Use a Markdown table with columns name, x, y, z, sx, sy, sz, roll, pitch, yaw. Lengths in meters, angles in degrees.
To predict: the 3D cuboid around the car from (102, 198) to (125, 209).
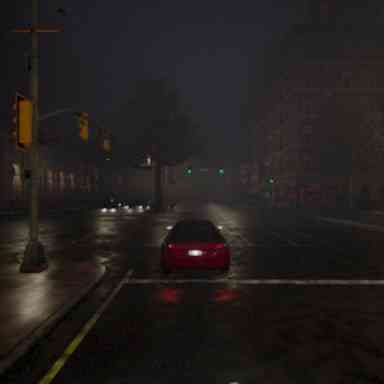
| name | x | y | z | sx | sy | sz | roll | pitch | yaw |
| --- | --- | --- | --- | --- | --- | --- | --- | --- | --- |
| car | -11.575 | 1.742 | 48.610 | 1.994 | 1.385 | 4.181 | 0 | 0 | 0 |

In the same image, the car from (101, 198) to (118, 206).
| name | x | y | z | sx | sy | sz | roll | pitch | yaw |
| --- | --- | --- | --- | --- | --- | --- | --- | --- | --- |
| car | -14.741 | 1.813 | 59.568 | 1.895 | 1.301 | 4.718 | 0 | 0 | 0 |

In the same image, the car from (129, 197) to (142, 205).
| name | x | y | z | sx | sy | sz | roll | pitch | yaw |
| --- | --- | --- | --- | --- | --- | --- | --- | --- | --- |
| car | -11.491 | 1.728 | 68.323 | 1.882 | 1.535 | 5.008 | 0 | 0 | 0 |

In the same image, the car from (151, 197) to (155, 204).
| name | x | y | z | sx | sy | sz | roll | pitch | yaw |
| --- | --- | --- | --- | --- | --- | --- | --- | --- | --- |
| car | -7.997 | 1.821 | 60.122 | 1.895 | 1.301 | 4.718 | 0 | 0 | 0 |

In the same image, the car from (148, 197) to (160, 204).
| name | x | y | z | sx | sy | sz | roll | pitch | yaw |
| --- | --- | --- | --- | --- | --- | --- | --- | --- | --- |
| car | -7.991 | 1.757 | 70.326 | 1.837 | 1.490 | 4.892 | 0 | 0 | 0 |

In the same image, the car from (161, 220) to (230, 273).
| name | x | y | z | sx | sy | sz | roll | pitch | yaw |
| --- | --- | --- | --- | --- | --- | --- | --- | --- | --- |
| car | 0.096 | 1.604 | 10.886 | 1.994 | 1.385 | 4.181 | 0 | 0 | 0 |

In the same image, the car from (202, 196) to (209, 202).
| name | x | y | z | sx | sy | sz | roll | pitch | yaw |
| --- | --- | --- | --- | --- | --- | --- | --- | --- | --- |
| car | 3.512 | 1.848 | 88.838 | 1.812 | 1.442 | 4.674 | 0 | 0 | 0 |

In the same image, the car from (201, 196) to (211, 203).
| name | x | y | z | sx | sy | sz | roll | pitch | yaw |
| --- | --- | --- | --- | --- | --- | --- | --- | --- | --- |
| car | 3.510 | 1.840 | 78.839 | 1.994 | 1.385 | 4.181 | 0 | 0 | 0 |

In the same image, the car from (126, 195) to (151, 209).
| name | x | y | z | sx | sy | sz | roll | pitch | yaw |
| --- | --- | --- | --- | --- | --- | --- | --- | --- | --- |
| car | -8.073 | 1.406 | 50.325 | 2.150 | 2.045 | 5.566 | 0 | 0 | 0 |
